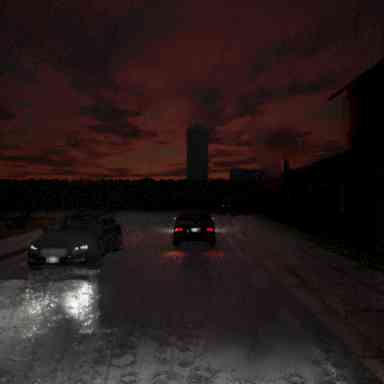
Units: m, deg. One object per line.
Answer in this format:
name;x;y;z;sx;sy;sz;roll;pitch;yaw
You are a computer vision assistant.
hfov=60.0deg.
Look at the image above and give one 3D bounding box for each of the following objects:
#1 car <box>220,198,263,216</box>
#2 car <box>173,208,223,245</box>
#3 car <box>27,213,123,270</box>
car;4.896;1.340;31.635;4.553;1.767;2.097;0;0;-24
car;0.102;1.531;15.509;2.033;1.411;5.357;0;0;0
car;-3.581;1.480;11.008;2.128;1.511;4.902;0;0;0
